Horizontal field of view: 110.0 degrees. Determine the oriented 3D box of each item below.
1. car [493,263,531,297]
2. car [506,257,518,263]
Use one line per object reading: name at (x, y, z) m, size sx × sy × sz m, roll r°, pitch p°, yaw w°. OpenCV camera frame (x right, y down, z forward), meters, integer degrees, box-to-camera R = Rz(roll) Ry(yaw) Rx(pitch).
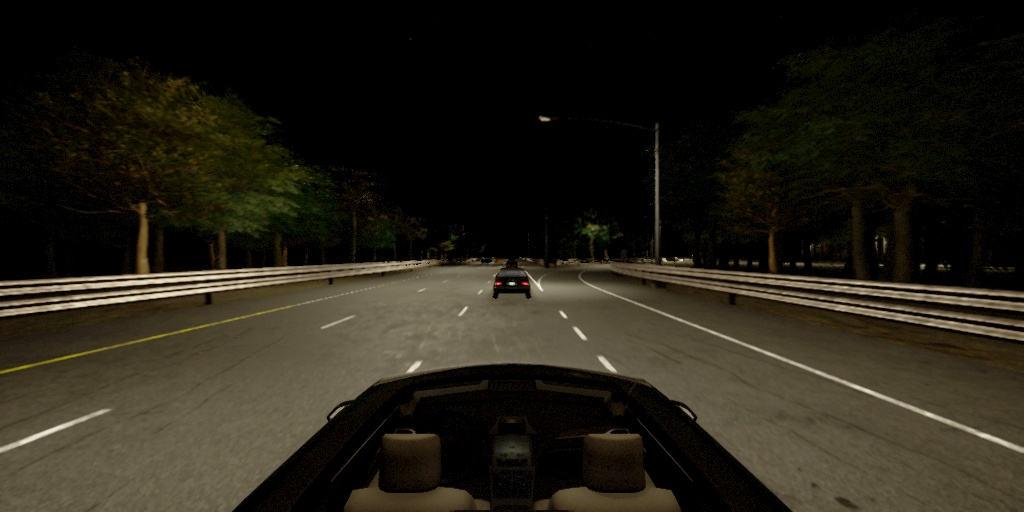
car at (-0.008, 1.295, 18.669) m, size 2.033 × 1.411 × 5.357 m, roll 0°, pitch 0°, yaw 0°
car at (-0.023, 1.248, 57.047) m, size 1.837 × 1.490 × 4.892 m, roll 0°, pitch 0°, yaw 0°
